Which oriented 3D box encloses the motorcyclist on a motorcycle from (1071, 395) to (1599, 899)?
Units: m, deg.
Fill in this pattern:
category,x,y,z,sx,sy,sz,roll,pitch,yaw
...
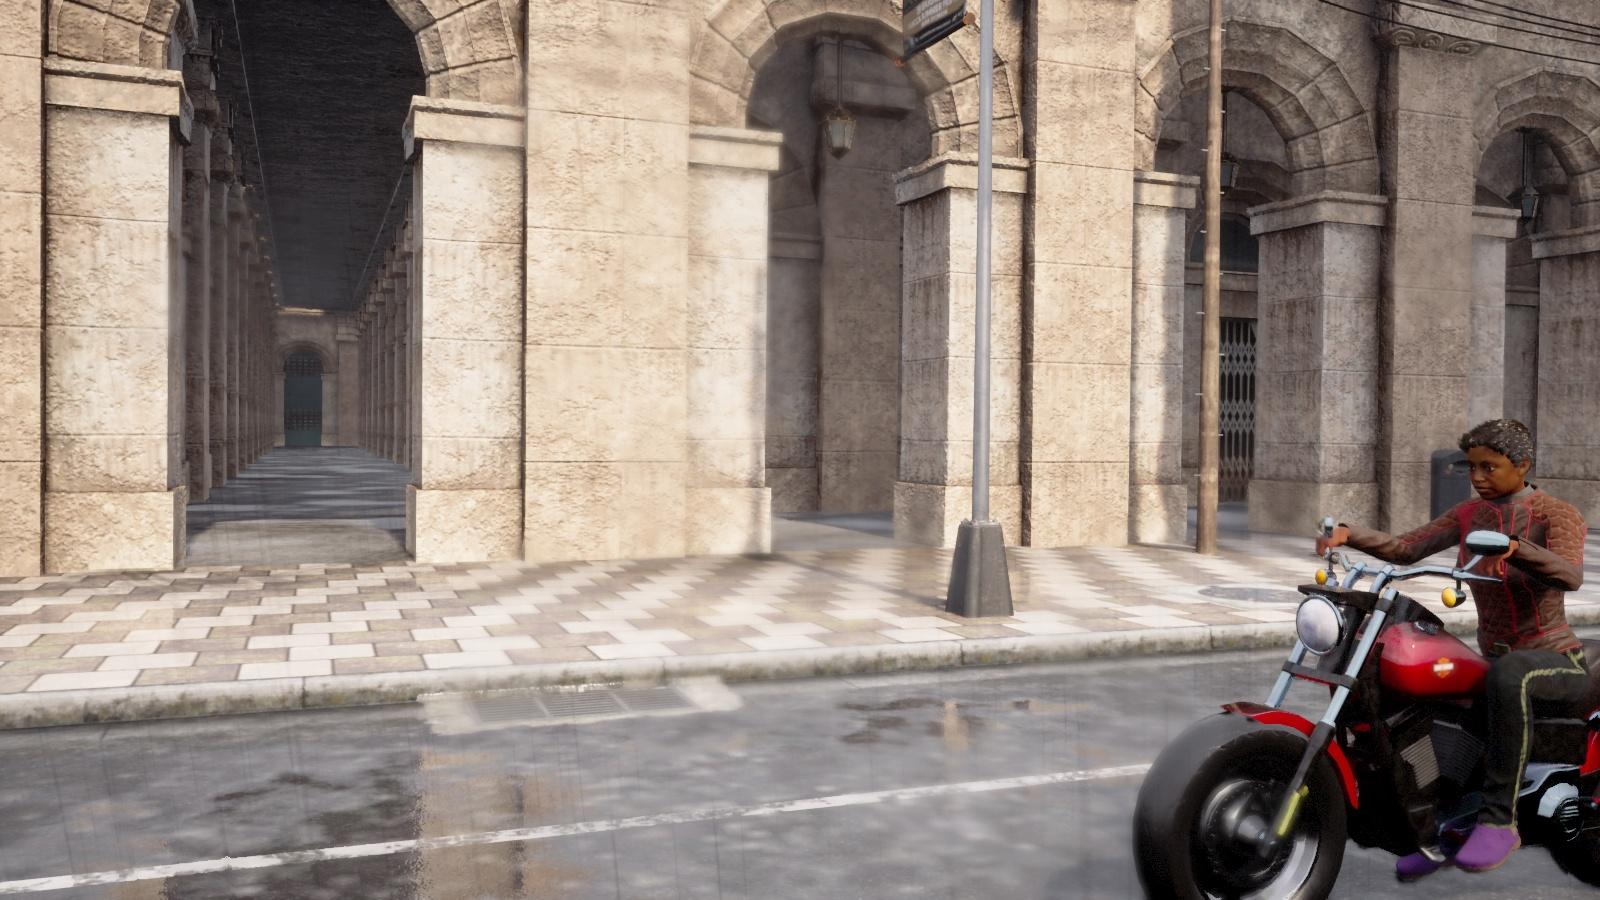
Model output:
category,x,y,z,sx,sy,sz,roll,pitch,yaw
motorcyclist on a motorcycle,2.107,0.660,4.062,2.350,1.649,0.766,-1,1,-21
